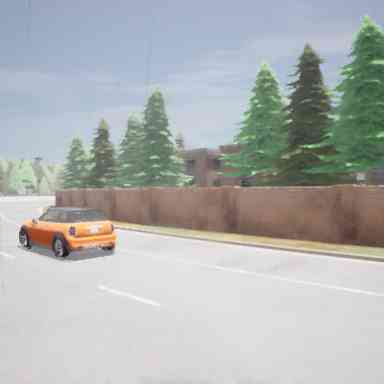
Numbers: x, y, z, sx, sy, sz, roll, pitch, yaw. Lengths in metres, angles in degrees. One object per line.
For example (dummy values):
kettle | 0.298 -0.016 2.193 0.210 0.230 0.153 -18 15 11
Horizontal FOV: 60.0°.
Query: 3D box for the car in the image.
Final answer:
car | -4.986 1.371 13.101 4.553 1.767 2.097 0 0 43
